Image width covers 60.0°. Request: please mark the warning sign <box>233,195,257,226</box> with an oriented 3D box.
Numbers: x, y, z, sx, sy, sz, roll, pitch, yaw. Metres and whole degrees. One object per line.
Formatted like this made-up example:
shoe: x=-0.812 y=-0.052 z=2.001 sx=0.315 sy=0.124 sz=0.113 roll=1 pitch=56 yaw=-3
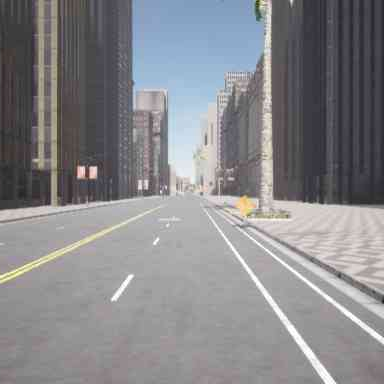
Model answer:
warning sign: x=3.228 y=1.112 z=20.260 sx=1.300 sy=1.860 sz=1.060 roll=0 pitch=0 yaw=0
